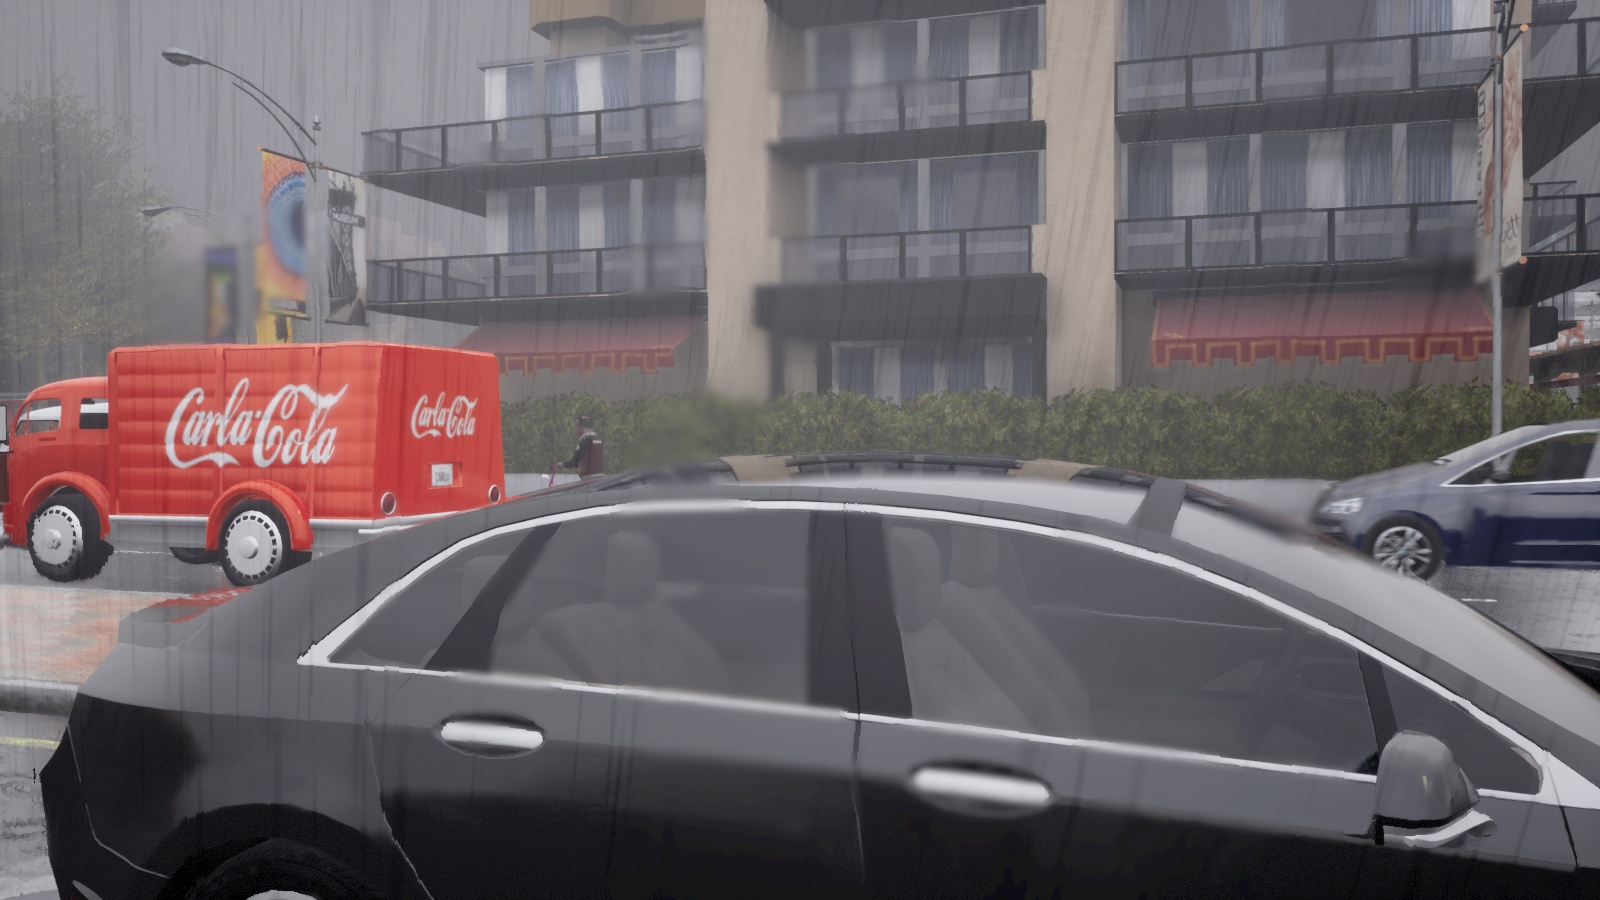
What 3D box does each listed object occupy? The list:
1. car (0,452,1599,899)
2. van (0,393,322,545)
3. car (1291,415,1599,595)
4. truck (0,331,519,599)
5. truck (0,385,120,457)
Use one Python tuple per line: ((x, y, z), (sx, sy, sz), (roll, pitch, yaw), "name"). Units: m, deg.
((0.540, 0.785, 3.011), (4.892, 1.490, 1.837), (1, 1, 19), "car")
((-9.596, 0.218, 18.508), (4.480, 2.038, 2.069), (1, 1, 19), "van")
((7.544, 0.494, 12.790), (4.611, 1.667, 2.242), (1, 1, 18), "car")
((-6.039, 0.099, 13.653), (5.204, 2.467, 2.627), (1, 1, 19), "truck")
((-42.201, -1.612, 69.671), (8.468, 3.827, 2.891), (1, 1, 19), "truck")
